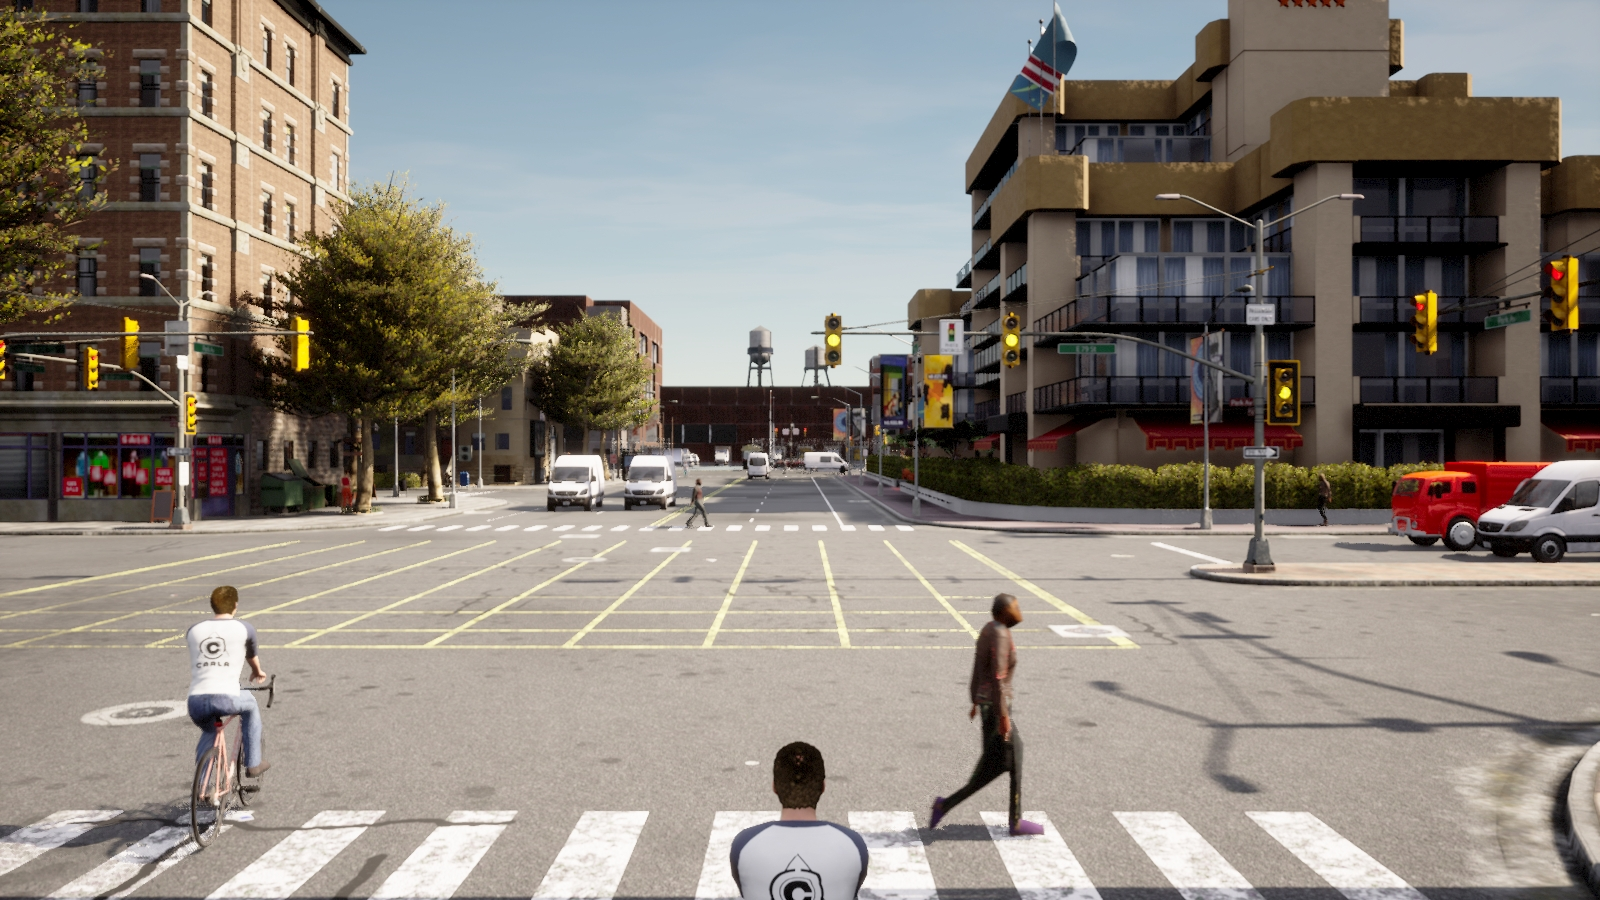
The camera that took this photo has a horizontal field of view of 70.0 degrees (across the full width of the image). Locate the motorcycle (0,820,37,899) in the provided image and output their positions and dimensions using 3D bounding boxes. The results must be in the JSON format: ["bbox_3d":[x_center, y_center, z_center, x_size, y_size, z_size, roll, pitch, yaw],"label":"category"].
[{"bbox_3d":[-3.699,2.214,4.029,0.803,1.145,2.033,0,0,-5],"label":"motorcycle"}]

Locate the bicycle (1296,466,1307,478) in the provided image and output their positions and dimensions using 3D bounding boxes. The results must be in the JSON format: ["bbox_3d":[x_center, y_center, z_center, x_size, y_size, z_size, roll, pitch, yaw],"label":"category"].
[{"bbox_3d":[51.328,2.250,116.983,0.329,1.171,1.835,0,0,1],"label":"bicycle"}]

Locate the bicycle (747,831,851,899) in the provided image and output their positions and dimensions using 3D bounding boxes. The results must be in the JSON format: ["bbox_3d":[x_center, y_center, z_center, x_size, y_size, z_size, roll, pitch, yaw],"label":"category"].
[{"bbox_3d":[-0.004,2.208,4.018,0.373,1.196,1.643,0,0,0],"label":"bicycle"}]

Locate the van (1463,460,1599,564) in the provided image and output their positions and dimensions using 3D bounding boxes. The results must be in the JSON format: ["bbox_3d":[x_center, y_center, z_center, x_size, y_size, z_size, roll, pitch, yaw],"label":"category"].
[{"bbox_3d":[20.488,1.545,29.198,5.915,2.561,1.988,0,0,0],"label":"van"}]

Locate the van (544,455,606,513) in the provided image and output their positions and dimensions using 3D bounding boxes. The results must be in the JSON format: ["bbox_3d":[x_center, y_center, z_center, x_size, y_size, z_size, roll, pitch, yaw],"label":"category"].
[{"bbox_3d":[-10.689,1.553,54.705,1.988,2.561,5.915,0,0,-2],"label":"van"}]

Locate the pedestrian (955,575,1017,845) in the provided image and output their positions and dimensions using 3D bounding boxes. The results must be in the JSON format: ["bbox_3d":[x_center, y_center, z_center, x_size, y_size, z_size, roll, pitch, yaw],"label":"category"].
[{"bbox_3d":[1.338,1.852,8.243,0.375,1.860,0.375,0,0,-1],"label":"pedestrian"}]

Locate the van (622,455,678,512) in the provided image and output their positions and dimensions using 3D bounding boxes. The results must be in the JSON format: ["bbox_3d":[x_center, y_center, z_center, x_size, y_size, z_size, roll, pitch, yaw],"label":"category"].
[{"bbox_3d":[-7.219,1.554,55.509,1.988,2.561,5.915,0,0,0],"label":"van"}]

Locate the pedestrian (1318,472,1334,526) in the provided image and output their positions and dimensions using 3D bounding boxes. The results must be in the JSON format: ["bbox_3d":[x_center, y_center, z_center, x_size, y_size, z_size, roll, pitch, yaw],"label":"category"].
[{"bbox_3d":[18.283,1.710,39.696,0.375,1.860,0.375,0,0,0],"label":"pedestrian"}]

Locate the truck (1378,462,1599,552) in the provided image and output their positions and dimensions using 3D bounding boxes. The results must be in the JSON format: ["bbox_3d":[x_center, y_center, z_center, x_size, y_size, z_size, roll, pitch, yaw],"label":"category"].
[{"bbox_3d":[19.809,1.579,32.705,5.204,2.467,2.627,0,0,0],"label":"truck"}]

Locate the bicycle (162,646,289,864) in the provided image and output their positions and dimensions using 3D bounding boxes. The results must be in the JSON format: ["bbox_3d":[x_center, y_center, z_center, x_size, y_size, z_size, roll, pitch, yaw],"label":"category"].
[{"bbox_3d":[-4.265,2.210,8.573,0.373,1.196,1.643,-1,0,-10],"label":"bicycle"}]

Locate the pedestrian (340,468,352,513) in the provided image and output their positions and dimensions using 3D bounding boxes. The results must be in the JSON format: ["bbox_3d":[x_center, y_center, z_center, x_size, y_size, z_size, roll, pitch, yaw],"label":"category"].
[{"bbox_3d":[-19.143,1.713,48.180,0.375,1.860,0.375,0,0,-4],"label":"pedestrian"}]

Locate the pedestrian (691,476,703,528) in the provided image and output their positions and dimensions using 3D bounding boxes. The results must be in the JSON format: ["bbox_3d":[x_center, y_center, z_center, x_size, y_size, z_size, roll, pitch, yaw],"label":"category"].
[{"bbox_3d":[-3.683,1.863,40.875,0.375,1.860,0.375,0,0,6],"label":"pedestrian"}]
